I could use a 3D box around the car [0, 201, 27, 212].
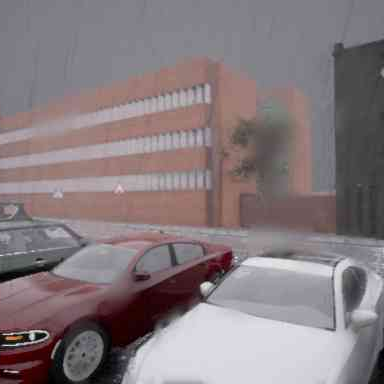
[{"bbox_3d":[-8.002,1.337,10.669,2.435,2.045,5.566,-1,0,36],"label":"car"}]

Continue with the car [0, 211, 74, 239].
[{"bbox_3d":[-3.403,1.415,7.383,2.185,1.767,4.553,-1,0,36],"label":"car"}]

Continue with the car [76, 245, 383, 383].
[{"bbox_3d":[1.218,1.532,4.127,2.002,1.452,4.674,-1,0,36],"label":"car"}]

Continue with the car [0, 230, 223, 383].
[{"bbox_3d":[-1.081,1.516,5.771,2.097,1.535,5.008,-1,0,36],"label":"car"}]
